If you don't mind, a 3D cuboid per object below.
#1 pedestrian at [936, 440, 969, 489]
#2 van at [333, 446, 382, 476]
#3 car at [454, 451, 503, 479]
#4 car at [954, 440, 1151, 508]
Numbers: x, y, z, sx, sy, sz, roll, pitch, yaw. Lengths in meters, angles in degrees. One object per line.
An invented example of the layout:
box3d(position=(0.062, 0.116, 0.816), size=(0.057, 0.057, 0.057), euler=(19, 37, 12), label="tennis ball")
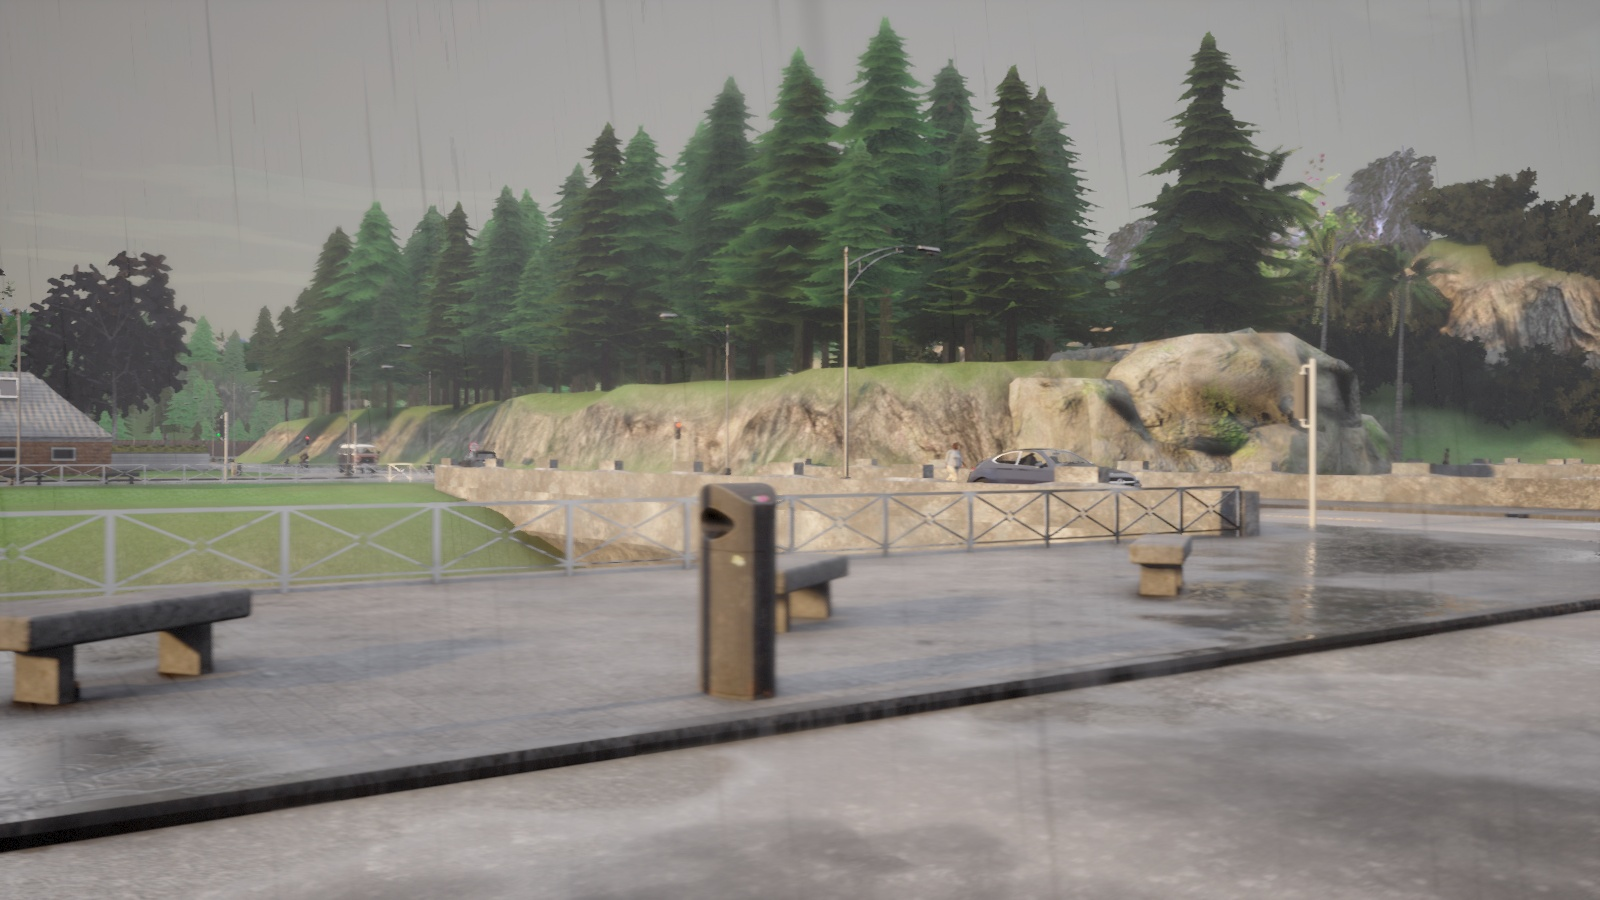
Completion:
box3d(position=(5.830, 0.560, 48.085), size=(0.874, 1.855, 0.900), euler=(0, 0, -34), label="pedestrian")
box3d(position=(-30.577, 0.746, 86.756), size=(2.069, 2.038, 4.480), euler=(0, 0, -35), label="van")
box3d(position=(-20.136, 0.910, 78.506), size=(2.033, 1.649, 4.856), euler=(0, 0, -27), label="car")
box3d(position=(6.583, 0.591, 33.325), size=(2.152, 1.651, 5.027), euler=(0, 0, -35), label="car")
